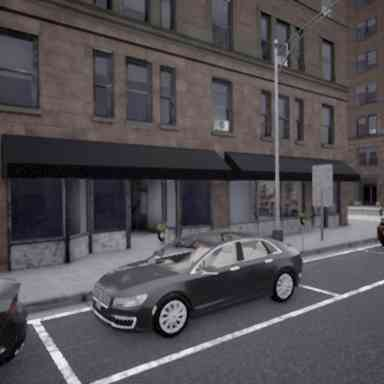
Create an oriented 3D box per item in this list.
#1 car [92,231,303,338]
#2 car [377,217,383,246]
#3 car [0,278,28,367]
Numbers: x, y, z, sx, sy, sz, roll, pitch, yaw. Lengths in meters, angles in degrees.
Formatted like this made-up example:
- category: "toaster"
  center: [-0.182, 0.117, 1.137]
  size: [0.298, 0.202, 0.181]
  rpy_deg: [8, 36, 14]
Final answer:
- category: "car"
  center: [0.327, 1.498, 6.430]
  size: [4.403, 1.369, 2.008]
  rpy_deg: [-1, 1, -36]
- category: "car"
  center: [9.123, 1.116, 12.732]
  size: [5.009, 1.841, 2.192]
  rpy_deg: [-1, 1, -36]
- category: "car"
  center: [-4.073, 1.571, 3.278]
  size: [4.403, 1.369, 2.008]
  rpy_deg: [-1, 1, -36]
